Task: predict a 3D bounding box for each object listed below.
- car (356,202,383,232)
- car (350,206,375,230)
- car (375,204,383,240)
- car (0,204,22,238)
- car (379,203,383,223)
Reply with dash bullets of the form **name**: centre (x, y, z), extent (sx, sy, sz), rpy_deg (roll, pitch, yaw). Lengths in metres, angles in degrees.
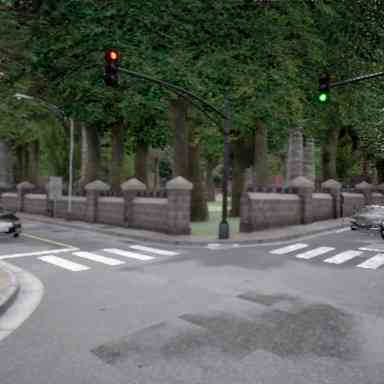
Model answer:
- **car**: centre (11.840, 1.455, 20.522), extent (1.752, 1.417, 4.829), rpy_deg (3, 2, 43)
- **car**: centre (10.506, 1.482, 19.067), extent (2.008, 1.369, 4.403), rpy_deg (3, 2, 43)
- **car**: centre (10.451, 1.312, 15.377), extent (4.553, 1.767, 2.097), rpy_deg (0, 1, -45)
- **car**: centre (-9.619, 1.274, 15.563), extent (4.902, 1.511, 2.128), rpy_deg (1, -1, 43)
- **car**: centre (15.412, 1.480, 24.249), extent (2.008, 1.369, 4.403), rpy_deg (3, 2, 43)
